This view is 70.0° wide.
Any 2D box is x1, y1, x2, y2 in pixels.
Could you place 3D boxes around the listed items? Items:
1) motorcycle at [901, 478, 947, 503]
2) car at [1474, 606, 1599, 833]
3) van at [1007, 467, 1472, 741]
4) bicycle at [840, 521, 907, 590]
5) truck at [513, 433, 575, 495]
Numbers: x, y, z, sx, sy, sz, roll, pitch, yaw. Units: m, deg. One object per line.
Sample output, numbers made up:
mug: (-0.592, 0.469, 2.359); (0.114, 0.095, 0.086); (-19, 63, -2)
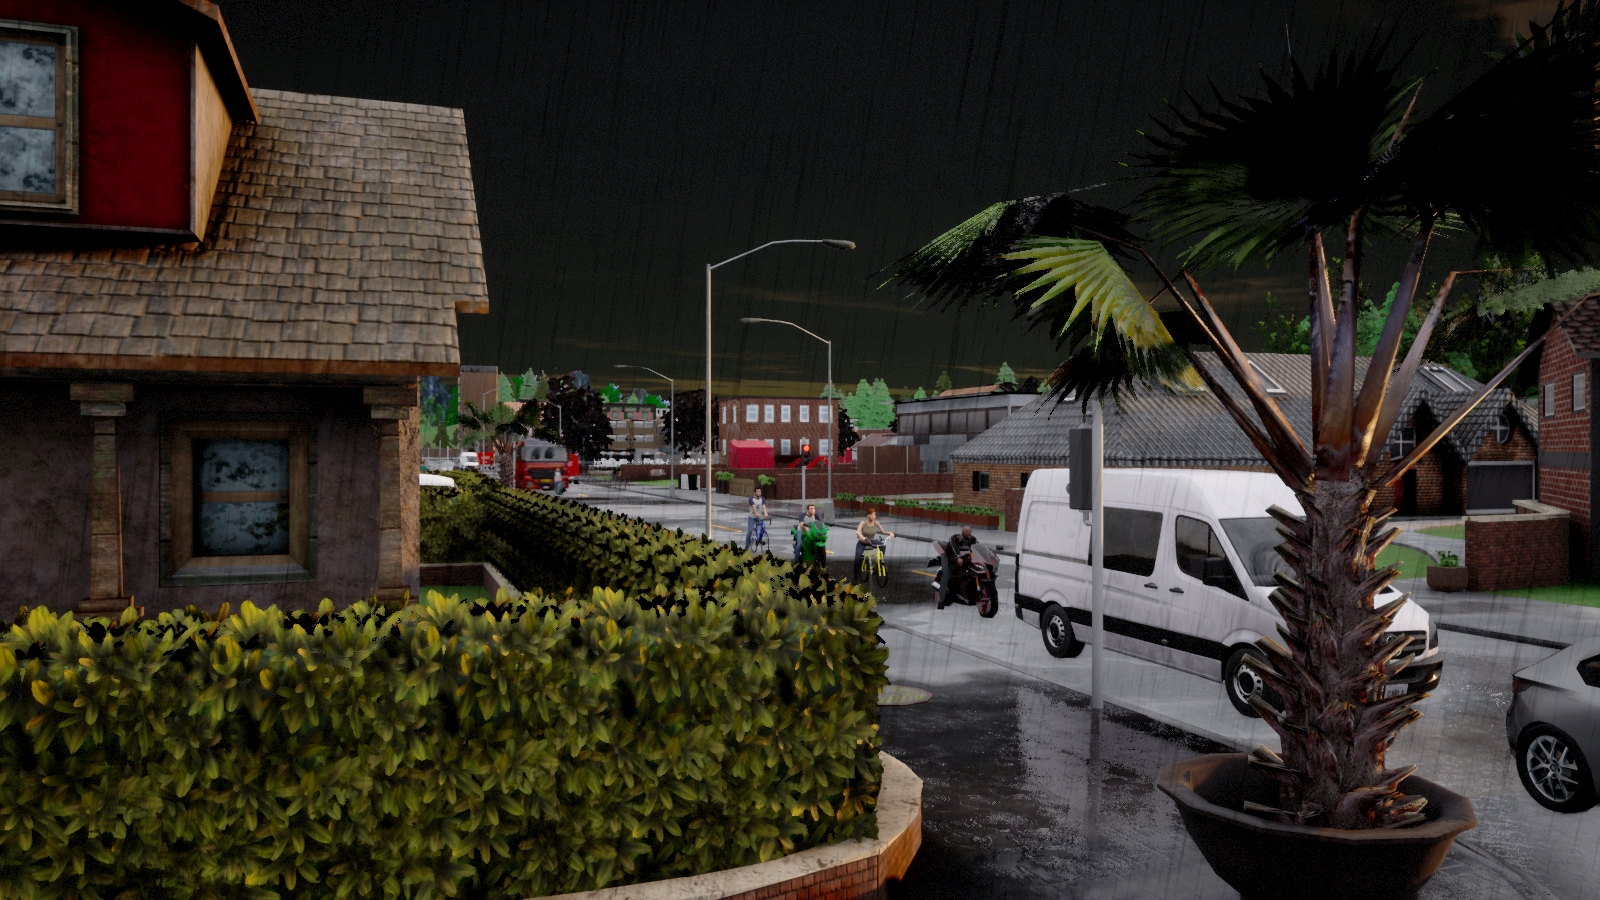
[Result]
motorcycle: (6.709, 2.166, 61.831); (2.356, 1.307, 0.764); (0, 0, -20)
car: (6.934, 2.069, 7.650); (1.816, 1.474, 4.193); (0, 0, -12)
van: (4.966, 1.538, 14.186); (1.988, 2.561, 5.915); (0, 0, -20)
bicycle: (1.505, 2.162, 23.648); (0.859, 1.276, 1.487); (0, 0, -19)
truck: (-16.944, 0.895, 75.116); (2.891, 3.827, 8.468); (0, 0, -20)
